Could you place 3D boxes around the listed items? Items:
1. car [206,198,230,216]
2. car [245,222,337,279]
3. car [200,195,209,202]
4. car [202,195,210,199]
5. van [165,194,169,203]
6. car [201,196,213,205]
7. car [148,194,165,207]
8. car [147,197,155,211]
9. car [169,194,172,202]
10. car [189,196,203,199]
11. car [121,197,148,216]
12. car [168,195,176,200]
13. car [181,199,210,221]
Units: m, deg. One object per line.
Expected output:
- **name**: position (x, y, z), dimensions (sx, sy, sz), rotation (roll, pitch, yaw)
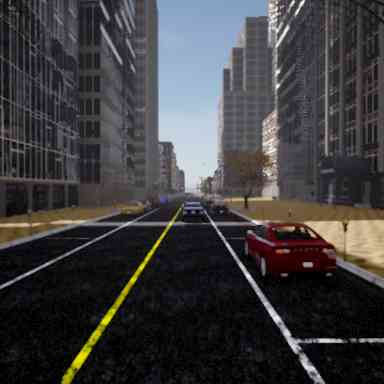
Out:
- **car**: position (2.681, 1.533, 32.490), dimensions (2.008, 1.369, 4.403), rotation (-1, 0, 0)
- **car**: position (2.682, 1.540, 9.919), dimensions (1.887, 1.381, 4.507), rotation (-1, 0, 0)
- **car**: position (2.678, 1.388, 71.989), dimensions (1.967, 1.590, 4.097), rotation (-1, 0, 0)
- **car**: position (2.681, 1.519, 49.418), dimensions (2.008, 1.369, 4.403), rotation (-1, 0, 0)
- **van**: position (-5.703, 1.300, 60.677), dimensions (1.690, 1.788, 3.998), rotation (-1, 0, 0)
- **car**: position (2.680, 1.509, 60.703), dimensions (2.008, 1.369, 4.403), rotation (-1, 0, 0)
- **car**: position (-5.703, 1.284, 49.394), dimensions (2.192, 1.841, 5.009), rotation (-1, 0, 0)
- **car**: position (-5.699, 1.560, 38.112), dimensions (1.802, 1.307, 4.206), rotation (-1, 0, 0)
- **car**: position (-5.703, 1.269, 66.319), dimensions (2.192, 1.841, 5.009), rotation (-1, 0, 0)
- **car**: position (0.098, 1.537, 44.728), dimensions (1.994, 1.385, 4.181), rotation (0, 0, 0)
- **car**: position (-5.700, 1.508, 32.301), dimensions (1.752, 1.417, 4.829), rotation (-1, 0, 0)
- **car**: position (-5.702, 1.468, 94.526), dimensions (1.887, 1.381, 4.507), rotation (-1, 0, 0)
- **car**: position (0.099, 1.533, 27.065), dimensions (2.033, 1.411, 5.357), rotation (0, 0, 0)
